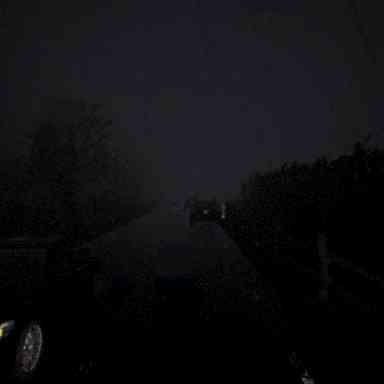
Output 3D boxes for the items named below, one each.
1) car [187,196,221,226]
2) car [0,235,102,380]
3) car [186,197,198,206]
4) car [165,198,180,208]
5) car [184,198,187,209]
[{"bbox_3d":[0.906,1.341,23.741,2.097,1.767,4.553,0,0,1],"label":"car"},{"bbox_3d":[-2.849,1.526,5.619,1.812,1.442,4.674,0,0,0],"label":"car"},{"bbox_3d":[0.014,1.544,54.986,1.895,1.301,4.718,0,0,0],"label":"car"},{"bbox_3d":[-2.820,1.520,48.207,1.994,1.385,4.181,0,0,0],"label":"car"},{"bbox_3d":[0.028,1.314,43.757,2.097,1.767,4.553,0,0,0],"label":"car"}]
